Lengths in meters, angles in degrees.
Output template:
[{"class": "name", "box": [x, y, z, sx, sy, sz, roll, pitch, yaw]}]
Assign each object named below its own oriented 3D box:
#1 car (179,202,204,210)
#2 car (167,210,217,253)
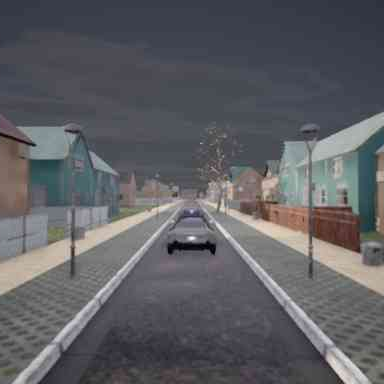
[{"class": "car", "box": [-0.024, 1.647, 29.093, 2.097, 1.767, 4.553, 0, -1, 0]}, {"class": "car", "box": [-0.008, 1.705, 14.297, 1.994, 1.385, 4.181, 0, -1, 0]}]
